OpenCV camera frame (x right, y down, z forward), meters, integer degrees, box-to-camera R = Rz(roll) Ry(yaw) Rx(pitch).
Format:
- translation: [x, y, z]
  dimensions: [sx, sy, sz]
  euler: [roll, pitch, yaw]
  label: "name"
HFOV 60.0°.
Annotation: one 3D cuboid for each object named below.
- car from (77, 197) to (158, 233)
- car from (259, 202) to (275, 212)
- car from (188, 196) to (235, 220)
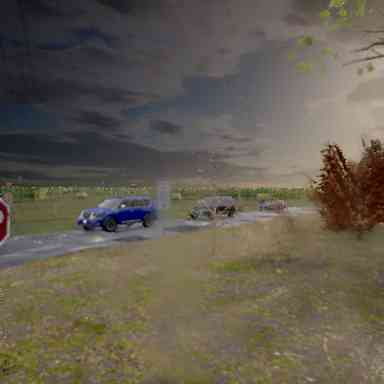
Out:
- translation: [-4.580, 1.363, 21.458]
  dimensions: [2.150, 2.045, 5.566]
  euler: [0, 0, 35]
  label: "car"
- translation: [10.138, 1.692, 42.136]
  dimensions: [1.882, 1.535, 5.008]
  euler: [0, 0, 36]
  label: "car"
- translation: [1.925, 1.393, 30.621]
  dimensions: [2.150, 2.045, 5.566]
  euler: [0, 0, 35]
  label: "car"
